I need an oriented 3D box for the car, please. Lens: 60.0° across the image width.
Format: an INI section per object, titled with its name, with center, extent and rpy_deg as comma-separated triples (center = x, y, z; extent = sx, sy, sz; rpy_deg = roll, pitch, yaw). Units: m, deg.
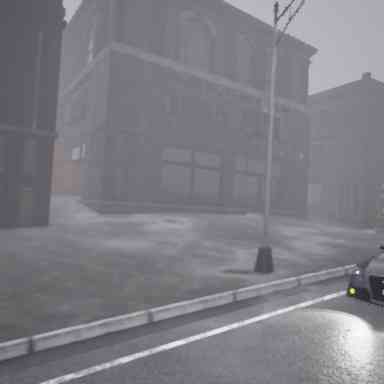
[car]
center = 5.115, 1.609, 6.932
extent = 4.181, 1.385, 1.994
rpy_deg = 1, 0, -35
